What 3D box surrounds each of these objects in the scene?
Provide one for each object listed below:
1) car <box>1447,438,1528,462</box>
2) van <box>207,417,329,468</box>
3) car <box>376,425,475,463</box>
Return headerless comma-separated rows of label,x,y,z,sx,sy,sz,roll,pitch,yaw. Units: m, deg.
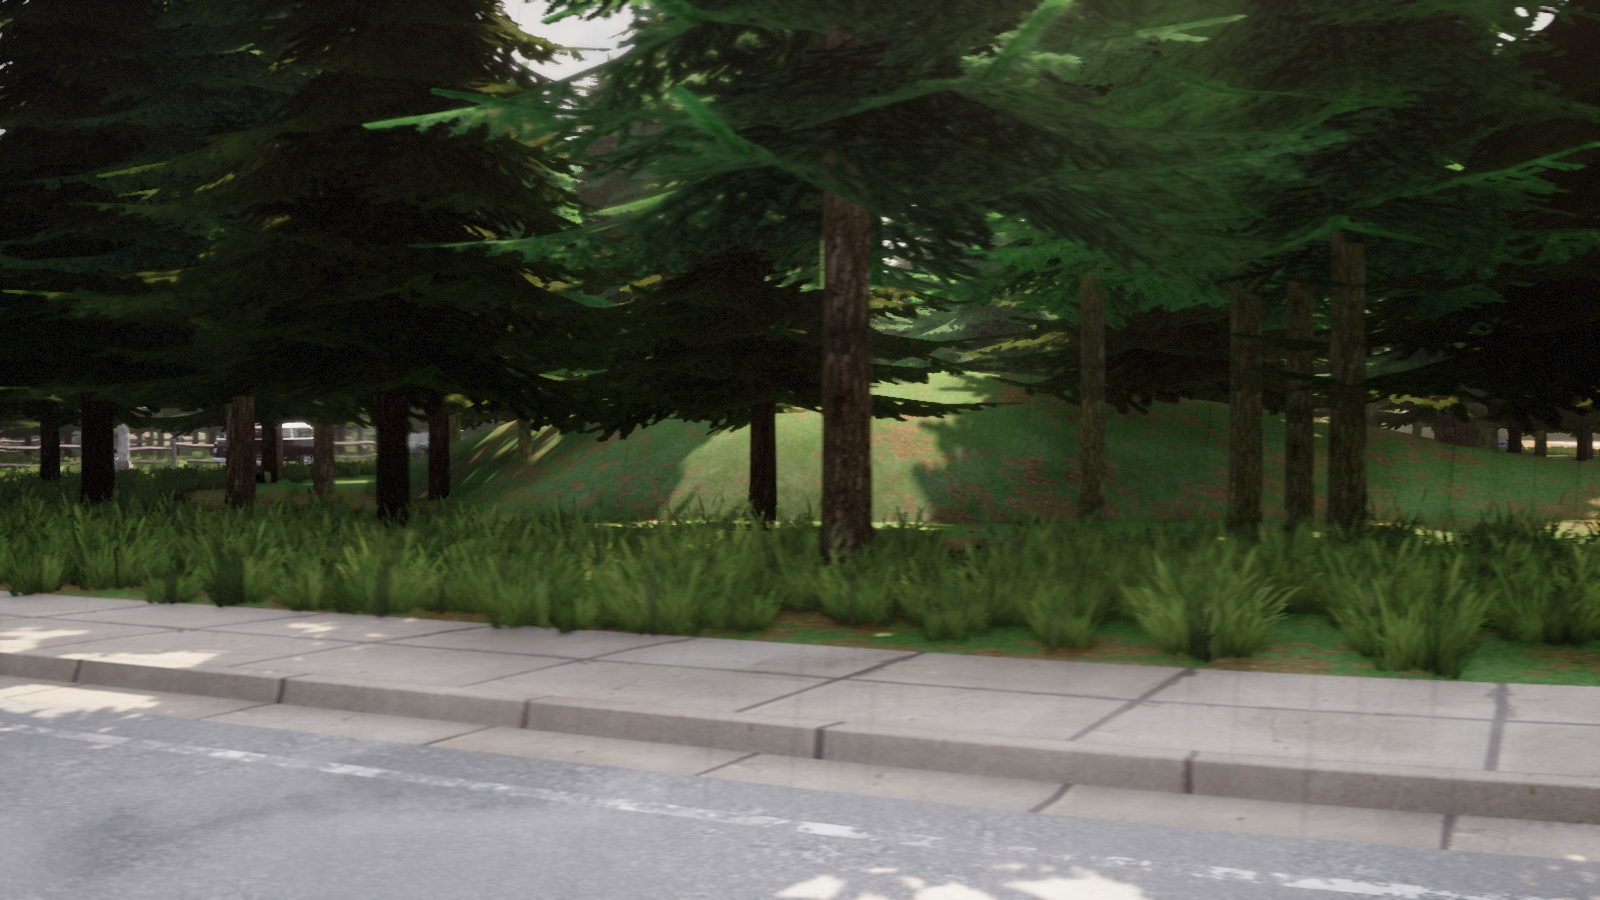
car,41.791,-0.041,76.406,4.181,1.385,1.994,1,1,25
van,-22.385,-0.328,53.020,2.069,2.038,4.480,1,1,26
car,-18.224,-0.300,61.389,2.097,1.767,4.553,1,1,26
